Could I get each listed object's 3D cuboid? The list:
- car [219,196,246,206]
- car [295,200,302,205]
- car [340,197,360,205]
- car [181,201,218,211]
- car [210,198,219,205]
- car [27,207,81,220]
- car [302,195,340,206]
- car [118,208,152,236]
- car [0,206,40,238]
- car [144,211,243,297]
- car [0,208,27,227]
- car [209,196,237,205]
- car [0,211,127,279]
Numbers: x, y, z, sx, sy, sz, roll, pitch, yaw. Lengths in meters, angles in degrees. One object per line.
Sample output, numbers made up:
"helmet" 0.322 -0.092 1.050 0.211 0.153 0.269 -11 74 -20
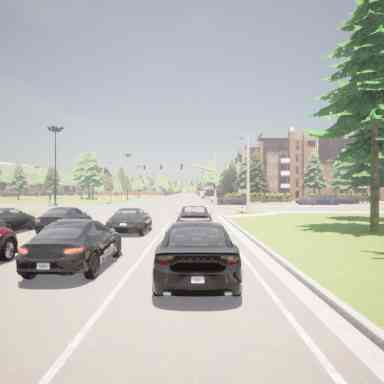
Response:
"car" 6.982 1.564 53.447 4.181 1.385 1.994 0 0 0
"car" 20.454 1.547 56.977 5.357 1.411 2.033 0 0 0
"car" 27.497 1.547 60.487 5.357 1.411 2.033 0 0 0
"car" 0.124 1.492 18.008 2.128 1.511 4.902 0 0 0
"car" 6.119 1.548 56.947 5.357 1.411 2.033 0 0 0
"car" -6.878 1.526 18.156 1.812 1.442 4.674 0 0 0
"car" 20.735 1.351 53.480 4.553 1.767 2.097 0 0 0
"car" -3.377 1.564 18.342 1.994 1.385 4.181 0 0 0
"car" -10.376 1.564 18.465 1.994 1.385 4.181 0 0 0
"car" 0.111 1.478 8.641 1.882 1.535 5.008 0 0 0
"car" -6.888 1.352 9.323 2.097 1.767 4.553 0 0 0
"car" 5.746 1.493 61.065 4.902 1.511 2.128 0 0 10
"car" -3.388 1.526 9.880 1.812 1.442 4.674 0 0 0
